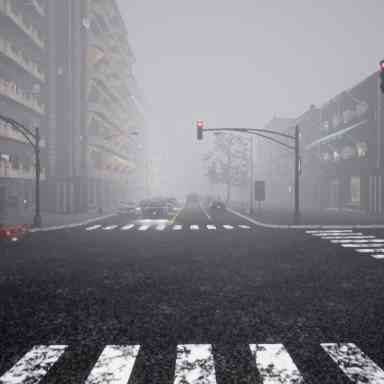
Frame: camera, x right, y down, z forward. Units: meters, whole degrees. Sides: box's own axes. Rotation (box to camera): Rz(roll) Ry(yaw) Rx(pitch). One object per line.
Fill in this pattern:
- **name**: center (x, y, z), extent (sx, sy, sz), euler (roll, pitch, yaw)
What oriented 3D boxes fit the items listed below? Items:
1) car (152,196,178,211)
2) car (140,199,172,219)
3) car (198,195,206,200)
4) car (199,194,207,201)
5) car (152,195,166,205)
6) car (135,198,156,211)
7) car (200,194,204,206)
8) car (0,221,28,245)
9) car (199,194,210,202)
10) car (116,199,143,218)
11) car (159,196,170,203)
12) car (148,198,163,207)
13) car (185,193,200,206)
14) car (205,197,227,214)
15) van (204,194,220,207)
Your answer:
- **car**: center (-3.092, 1.535, 38.666), extent (2.033, 1.411, 5.357), euler (0, 0, 0)
- **car**: center (-3.103, 1.556, 29.319), extent (1.994, 1.385, 4.181), euler (0, 0, -1)
- **car**: center (2.705, 1.496, 91.018), extent (1.887, 1.381, 4.507), euler (0, 0, 0)
- **car**: center (2.703, 1.396, 85.484), extent (1.967, 1.590, 4.097), euler (0, 0, 0)
- **car**: center (-5.683, 1.417, 57.826), extent (1.967, 1.590, 4.097), euler (0, 0, 0)
- **car**: center (-5.685, 1.531, 41.225), extent (1.887, 1.381, 4.507), euler (0, 0, 0)
- **car**: center (2.697, 1.420, 52.284), extent (1.967, 1.590, 4.097), euler (0, 0, 0)
- **car**: center (-9.619, 1.718, 13.888), extent (4.718, 1.301, 1.895), euler (-1, 1, -1)
- **car**: center (2.700, 1.280, 74.418), extent (2.192, 1.841, 5.009), euler (0, 0, 0)
- **car**: center (-5.688, 1.543, 30.158), extent (2.008, 1.369, 4.403), euler (0, 0, 0)
- **car**: center (-5.680, 1.552, 68.893), extent (1.802, 1.307, 4.206), euler (0, 0, 0)
- **car**: center (-5.683, 1.562, 52.293), extent (1.802, 1.307, 4.206), euler (0, 0, 0)
- **car**: center (0.109, 1.201, 55.125), extent (2.150, 2.045, 5.566), euler (0, 0, 0)
- **car**: center (2.695, 1.555, 35.683), extent (1.947, 1.339, 4.313), euler (0, 0, 0)
- **van**: center (2.694, 1.327, 41.216), extent (1.690, 1.788, 3.998), euler (0, 0, 0)
